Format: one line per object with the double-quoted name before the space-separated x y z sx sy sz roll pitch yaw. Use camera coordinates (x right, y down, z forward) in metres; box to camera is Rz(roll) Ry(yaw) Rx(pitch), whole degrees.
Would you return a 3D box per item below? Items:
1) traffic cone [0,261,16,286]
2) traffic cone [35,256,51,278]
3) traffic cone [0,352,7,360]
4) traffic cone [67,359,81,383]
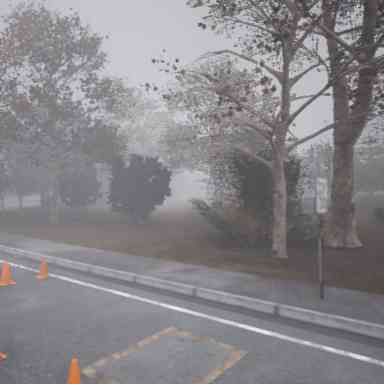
"traffic cone" -4.802 2.084 8.623 0.340 0.580 0.340 0 -1 37
"traffic cone" -4.201 2.104 9.422 0.340 0.580 0.340 0 -1 37
"traffic cone" -2.811 2.026 4.619 0.340 0.580 0.340 0 -1 37
"traffic cone" -1.214 2.016 3.416 0.340 0.580 0.340 0 -1 37
